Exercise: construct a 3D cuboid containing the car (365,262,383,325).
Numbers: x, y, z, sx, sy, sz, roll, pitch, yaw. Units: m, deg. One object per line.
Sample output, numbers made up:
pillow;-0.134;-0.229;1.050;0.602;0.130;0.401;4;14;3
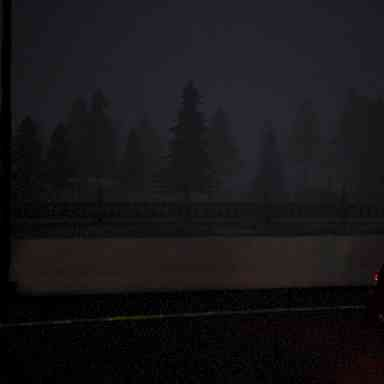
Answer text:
car;5.113;1.399;4.827;4.553;1.767;2.097;0;0;-7
